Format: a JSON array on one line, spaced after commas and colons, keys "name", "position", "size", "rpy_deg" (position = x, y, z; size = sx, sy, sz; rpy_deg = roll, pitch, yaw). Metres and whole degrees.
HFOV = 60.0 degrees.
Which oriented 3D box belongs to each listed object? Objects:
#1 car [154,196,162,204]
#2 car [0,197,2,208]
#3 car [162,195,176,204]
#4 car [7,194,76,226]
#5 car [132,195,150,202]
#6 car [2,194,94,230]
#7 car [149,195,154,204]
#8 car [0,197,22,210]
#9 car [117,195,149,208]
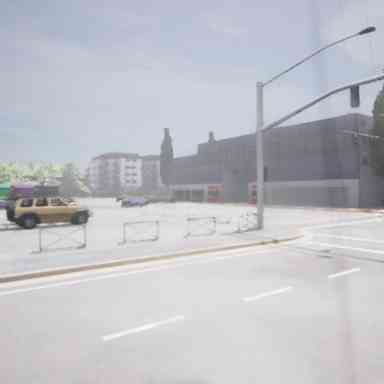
[{"name": "car", "position": [-7.617, 1.277, 56.908], "size": [2.128, 1.511, 4.902], "rpy_deg": [-1, 0, -33]}, {"name": "car", "position": [-21.244, 1.123, 37.930], "size": [3.866, 1.878, 1.905], "rpy_deg": [-1, 0, -35]}, {"name": "car", "position": [-4.656, 1.248, 58.777], "size": [2.128, 1.511, 4.902], "rpy_deg": [-1, 0, -33]}, {"name": "car", "position": [-9.878, 1.121, 21.934], "size": [3.866, 1.878, 1.905], "rpy_deg": [-1, 0, -35]}, {"name": "car", "position": [-10.379, 1.318, 67.223], "size": [1.994, 1.385, 4.181], "rpy_deg": [-1, 0, -34]}, {"name": "car", "position": [-8.250, 1.119, 19.540], "size": [4.605, 1.855, 1.932], "rpy_deg": [-1, 0, -35]}, {"name": "car", "position": [-8.376, 1.364, 51.531], "size": [2.033, 1.411, 5.357], "rpy_deg": [-1, 0, -33]}, {"name": "car", "position": [-22.906, 1.362, 40.301], "size": [3.806, 1.475, 1.970], "rpy_deg": [-1, 0, -35]}, {"name": "car", "position": [-7.944, 1.371, 44.576], "size": [1.812, 1.442, 4.674], "rpy_deg": [-1, 0, -34]}]
